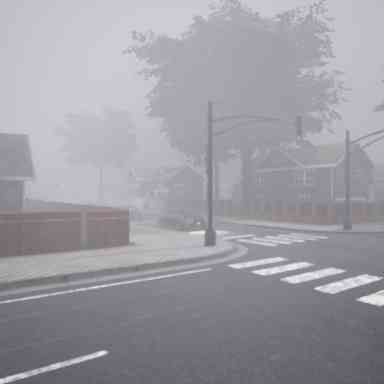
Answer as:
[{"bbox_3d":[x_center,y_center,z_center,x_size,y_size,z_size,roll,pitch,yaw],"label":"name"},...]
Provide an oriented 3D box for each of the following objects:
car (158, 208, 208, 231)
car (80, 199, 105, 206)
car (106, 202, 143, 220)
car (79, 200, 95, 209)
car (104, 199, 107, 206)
[{"bbox_3d":[-0.662,1.825,22.901,1.994,1.385,4.181,0,0,-34],"label":"car"},{"bbox_3d":[-13.041,2.004,42.921,1.994,1.385,4.181,0,0,-30],"label":"car"},{"bbox_3d":[-6.248,1.864,31.532,1.812,1.442,4.674,0,0,-32],"label":"car"},{"bbox_3d":[-18.839,2.136,59.612,2.033,1.411,5.357,0,-1,-26],"label":"car"},{"bbox_3d":[-14.134,1.853,50.814,2.097,1.767,4.553,0,0,-28],"label":"car"}]
